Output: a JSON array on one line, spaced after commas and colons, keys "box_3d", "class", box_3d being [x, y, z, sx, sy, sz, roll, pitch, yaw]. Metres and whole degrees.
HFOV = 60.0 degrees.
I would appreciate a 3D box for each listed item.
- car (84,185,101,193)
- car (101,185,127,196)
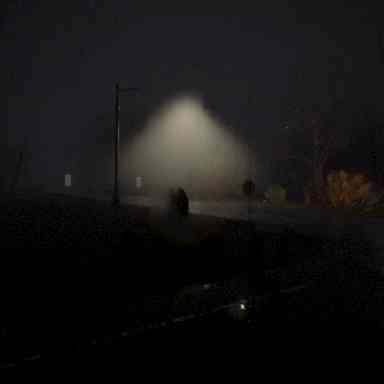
[{"box_3d": [-17.746, -0.493, 59.800, 2.033, 1.411, 5.357, 0, 2, -36], "class": "car"}, {"box_3d": [-11.890, -0.365, 51.646, 2.097, 1.767, 4.553, 0, 2, -36], "class": "car"}]
